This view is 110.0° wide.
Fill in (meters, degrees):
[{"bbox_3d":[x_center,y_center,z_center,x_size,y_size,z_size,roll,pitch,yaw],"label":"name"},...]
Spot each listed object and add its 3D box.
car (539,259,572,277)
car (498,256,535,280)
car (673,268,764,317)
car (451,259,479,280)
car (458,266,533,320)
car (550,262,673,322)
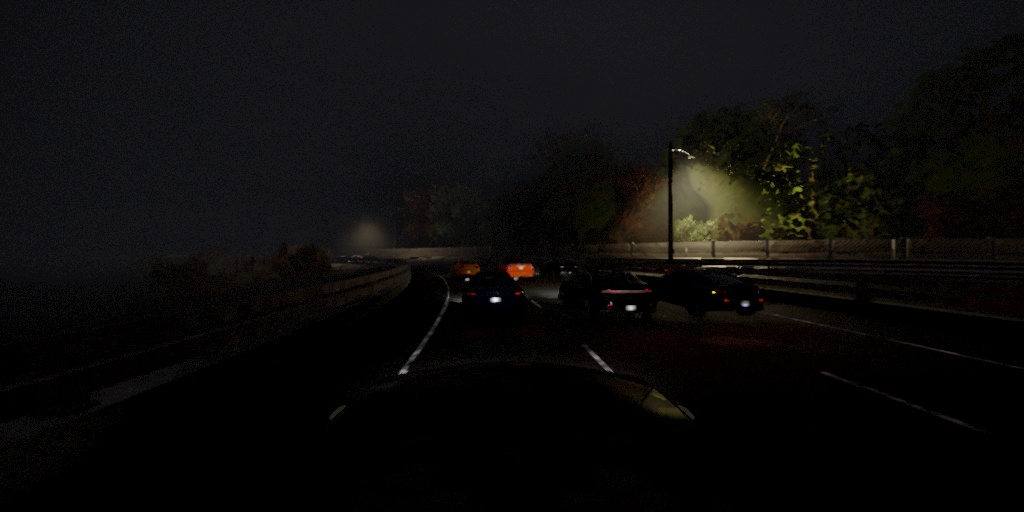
[{"bbox_3d":[3.585,0.967,27.974,2.128,1.511,4.902,0,1,-13],"label":"car"},{"bbox_3d":[0.154,0.852,27.248,2.097,1.767,4.553,0,1,-13],"label":"car"},{"bbox_3d":[6.354,1.139,12.391,1.812,1.442,4.674,0,1,-6],"label":"car"},{"bbox_3d":[-3.769,0.985,28.525,1.882,1.535,5.008,0,1,-15],"label":"car"},{"bbox_3d":[-0.678,1.214,12.332,1.994,1.385,4.181,0,1,-6],"label":"car"},{"bbox_3d":[2.892,1.128,11.823,2.128,1.511,4.902,0,1,-6],"label":"car"}]
